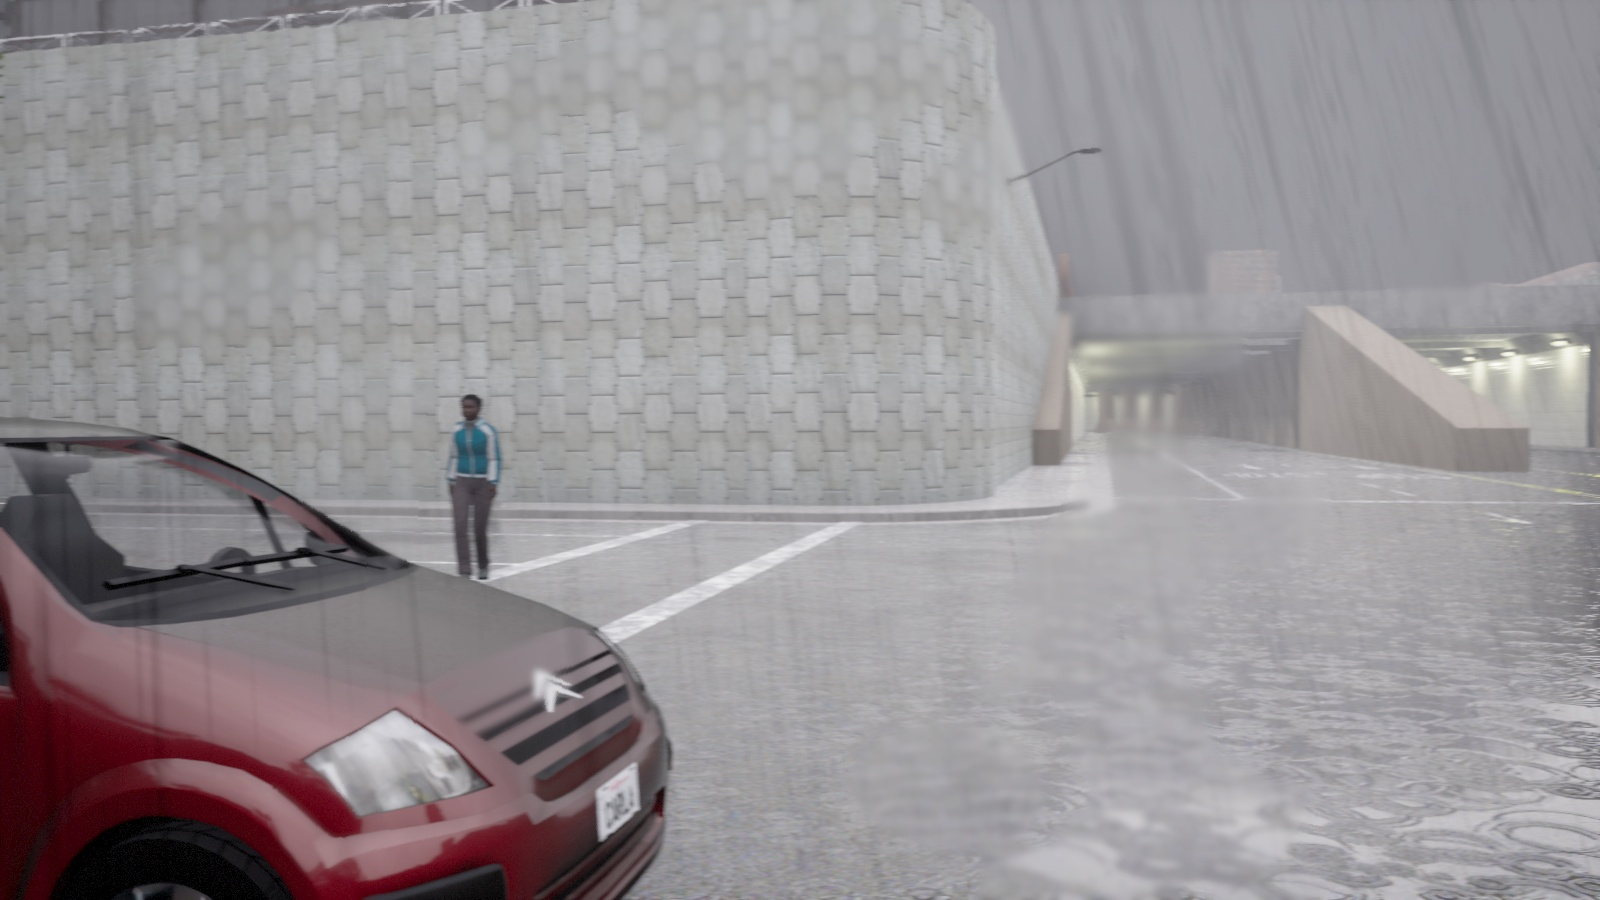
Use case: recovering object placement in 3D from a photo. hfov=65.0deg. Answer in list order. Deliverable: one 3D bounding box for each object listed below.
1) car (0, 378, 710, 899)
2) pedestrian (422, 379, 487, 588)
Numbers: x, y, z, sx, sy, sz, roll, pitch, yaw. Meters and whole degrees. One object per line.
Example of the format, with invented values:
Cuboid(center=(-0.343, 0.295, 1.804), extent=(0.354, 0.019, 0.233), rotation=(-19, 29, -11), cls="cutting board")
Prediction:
Cuboid(center=(-2.456, 0.634, 3.822), extent=(3.988, 1.617, 1.851), rotation=(0, 1, 13), cls="car")
Cuboid(center=(-3.289, 0.304, 11.988), extent=(0.396, 1.930, 0.692), rotation=(0, 1, 2), cls="pedestrian")
